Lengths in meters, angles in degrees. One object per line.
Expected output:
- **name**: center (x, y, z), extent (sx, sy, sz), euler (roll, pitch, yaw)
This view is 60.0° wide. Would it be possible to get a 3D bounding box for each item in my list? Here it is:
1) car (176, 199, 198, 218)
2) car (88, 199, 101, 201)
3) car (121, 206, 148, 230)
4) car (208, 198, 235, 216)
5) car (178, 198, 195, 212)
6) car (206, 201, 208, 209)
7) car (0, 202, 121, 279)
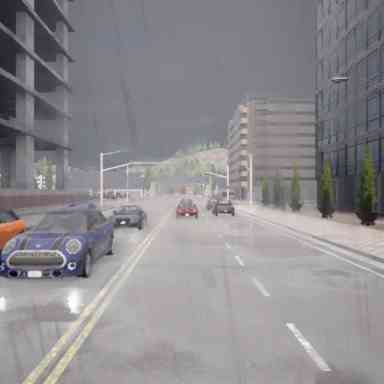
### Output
- **car**: center (-0.447, 1.601, 29.882), extent (1.895, 1.301, 4.718), euler (0, 0, -1)
- **car**: center (-7.500, 1.478, 22.403), extent (1.882, 1.535, 5.008), euler (0, 0, -1)
- **car**: center (-3.929, 1.564, 20.795), extent (1.994, 1.385, 4.181), euler (0, 0, -1)
- **car**: center (3.001, 1.492, 32.489), extent (2.128, 1.511, 4.902), euler (0, 0, -1)
- **car**: center (-0.673, 1.547, 40.818), extent (2.033, 1.411, 5.357), euler (0, 0, -1)
- **car**: center (2.806, 1.526, 41.980), extent (1.812, 1.442, 4.674), euler (0, 0, -1)
- **car**: center (-3.771, 1.351, 10.132), extent (2.097, 1.767, 4.553), euler (0, 0, -1)
